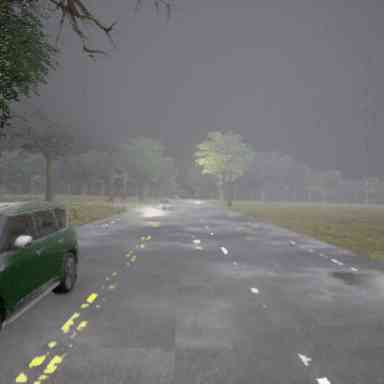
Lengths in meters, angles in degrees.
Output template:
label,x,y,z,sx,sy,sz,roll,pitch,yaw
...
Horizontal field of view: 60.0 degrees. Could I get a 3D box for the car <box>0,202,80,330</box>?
label,x,y,z,sx,sy,sz,roll,pitch,yaw
car,-3.713,1.226,5.864,2.150,2.045,5.566,0,0,-2

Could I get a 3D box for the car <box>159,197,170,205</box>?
label,x,y,z,sx,sy,sz,roll,pitch,yaw
car,-5.620,1.802,68.114,1.837,1.490,4.892,0,0,-2
